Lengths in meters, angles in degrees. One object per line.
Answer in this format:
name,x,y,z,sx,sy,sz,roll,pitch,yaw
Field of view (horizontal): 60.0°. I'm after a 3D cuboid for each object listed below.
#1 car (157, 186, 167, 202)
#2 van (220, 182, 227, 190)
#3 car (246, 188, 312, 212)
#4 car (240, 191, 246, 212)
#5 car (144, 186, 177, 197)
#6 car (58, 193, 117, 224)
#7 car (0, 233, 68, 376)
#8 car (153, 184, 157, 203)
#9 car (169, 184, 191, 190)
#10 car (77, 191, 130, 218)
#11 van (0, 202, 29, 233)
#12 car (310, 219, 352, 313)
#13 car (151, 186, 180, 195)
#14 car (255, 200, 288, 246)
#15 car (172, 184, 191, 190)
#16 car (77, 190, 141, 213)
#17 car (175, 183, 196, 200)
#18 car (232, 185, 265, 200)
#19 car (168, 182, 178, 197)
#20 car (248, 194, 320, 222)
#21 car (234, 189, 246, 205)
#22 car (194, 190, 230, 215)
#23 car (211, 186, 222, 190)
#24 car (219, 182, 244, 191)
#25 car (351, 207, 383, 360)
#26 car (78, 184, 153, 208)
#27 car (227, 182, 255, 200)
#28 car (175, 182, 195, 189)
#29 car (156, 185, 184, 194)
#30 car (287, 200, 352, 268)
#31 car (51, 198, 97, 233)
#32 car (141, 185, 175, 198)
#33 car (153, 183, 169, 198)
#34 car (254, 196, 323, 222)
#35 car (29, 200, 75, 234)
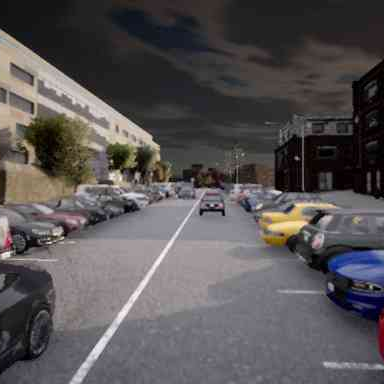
car,-5.528,0.389,36.753,4.792,1.488,2.163,0,2,3
van,9.193,-1.120,75.315,4.442,1.987,1.878,0,2,3
car,5.853,0.834,20.319,4.553,1.767,2.185,0,2,3
car,6.024,0.890,23.256,4.792,1.488,2.163,0,2,3
car,-4.762,-0.081,50.692,4.792,1.488,2.163,0,2,3
car,-6.713,1.022,17.121,4.892,1.521,2.231,0,2,3
car,-2.951,1.477,3.146,1.812,1.442,4.674,0,1,3
car,-5.926,0.426,31.054,4.553,1.767,2.185,0,2,3
car,-2.940,-1.242,84.149,5.366,1.575,1.946,0,2,3
car,-6.553,0.924,20.033,4.892,1.521,2.231,0,2,3
van,-7.089,1.068,8.872,4.442,1.987,1.878,0,1,3
car,4.966,1.422,5.770,5.008,1.535,2.097,0,1,3
car,-4.401,-0.258,56.268,4.674,1.452,2.002,0,2,3
car,5.116,1.252,11.541,5.366,1.575,1.946,0,2,3
car,-2.619,-1.303,86.928,4.792,1.488,2.163,0,2,3
car,-6.376,0.829,22.819,5.008,1.535,2.097,0,2,3
car,-0.613,0.034,43.110,2.097,1.767,4.553,0,2,4
car,6.492,0.434,32.174,4.553,1.767,2.185,0,2,3
car,-5.090,-0.174,45.109,5.566,2.045,2.435,0,2,3
car,5.662,1.055,17.519,4.892,1.521,2.231,0,2,3
car,6.346,0.699,29.246,4.674,1.452,2.002,0,2,3
car,1.489,0.864,24.649,2.033,1.411,5.357,0,2,3
car,2.517,0.332,42.010,1.895,1.301,4.718,0,2,3
car,9.270,-1.240,78.104,5.566,2.045,2.435,0,2,3
car,4.760,1.223,2.828,5.566,2.045,2.435,0,1,3
car,-6.188,0.484,25.597,5.566,2.045,2.435,0,2,3
car,6.718,0.214,34.972,5.566,2.045,2.435,0,2,3
car,-2.066,-1.865,95.277,5.566,2.045,2.435,0,2,3
car,-4.076,-0.482,61.716,5.008,1.535,2.097,0,2,3
car,5.097,1.224,8.593,4.553,1.767,2.185,0,2,3
car,-6.879,1.151,14.459,4.674,1.452,2.002,0,2,3
car,-4.867,-0.142,47.899,4.553,1.767,2.185,0,2,3
car,-5.424,0.139,39.541,4.553,1.767,2.185,0,2,3
car,5.660,1.155,14.452,5.366,1.575,1.946,0,2,3
car,-7.048,1.206,11.674,4.892,1.521,2.231,0,2,3
